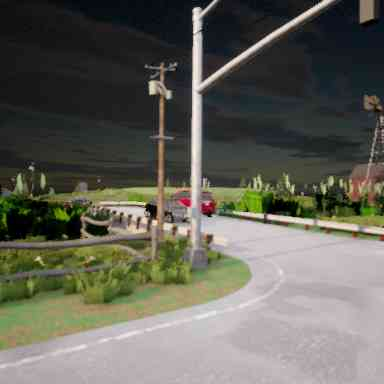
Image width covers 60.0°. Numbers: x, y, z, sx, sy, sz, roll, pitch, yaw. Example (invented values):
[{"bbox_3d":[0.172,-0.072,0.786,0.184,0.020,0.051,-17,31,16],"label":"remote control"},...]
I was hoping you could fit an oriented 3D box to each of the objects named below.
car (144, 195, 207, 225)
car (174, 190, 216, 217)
[{"bbox_3d":[-1.463,1.248,21.704,2.128,1.511,4.902,1,2,-32],"label":"car"},{"bbox_3d":[-0.314,0.888,26.583,2.150,2.045,5.566,1,1,-32],"label":"car"}]
